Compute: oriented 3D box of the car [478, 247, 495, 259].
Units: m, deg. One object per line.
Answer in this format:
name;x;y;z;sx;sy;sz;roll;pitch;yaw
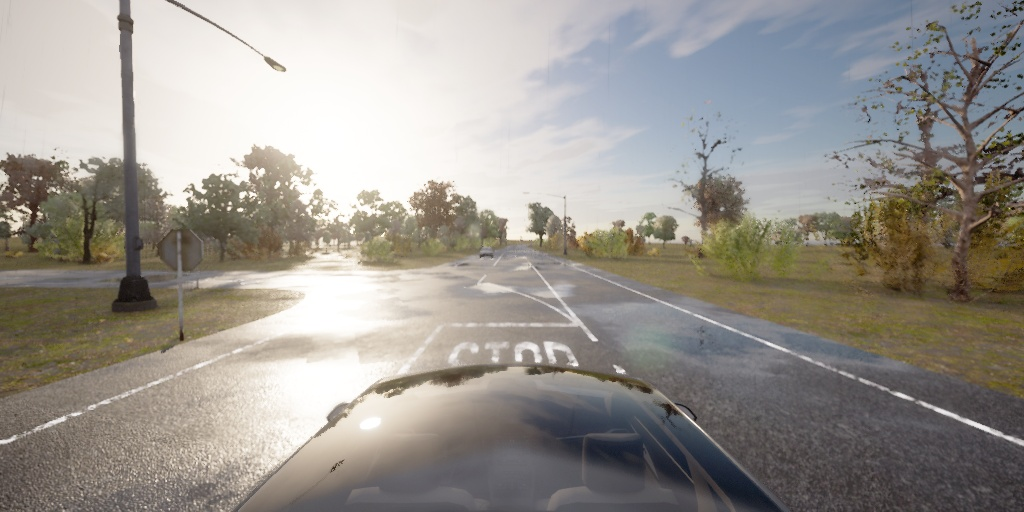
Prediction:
car;-3.419;-0.456;48.814;1.837;1.490;4.892;0;2;0
